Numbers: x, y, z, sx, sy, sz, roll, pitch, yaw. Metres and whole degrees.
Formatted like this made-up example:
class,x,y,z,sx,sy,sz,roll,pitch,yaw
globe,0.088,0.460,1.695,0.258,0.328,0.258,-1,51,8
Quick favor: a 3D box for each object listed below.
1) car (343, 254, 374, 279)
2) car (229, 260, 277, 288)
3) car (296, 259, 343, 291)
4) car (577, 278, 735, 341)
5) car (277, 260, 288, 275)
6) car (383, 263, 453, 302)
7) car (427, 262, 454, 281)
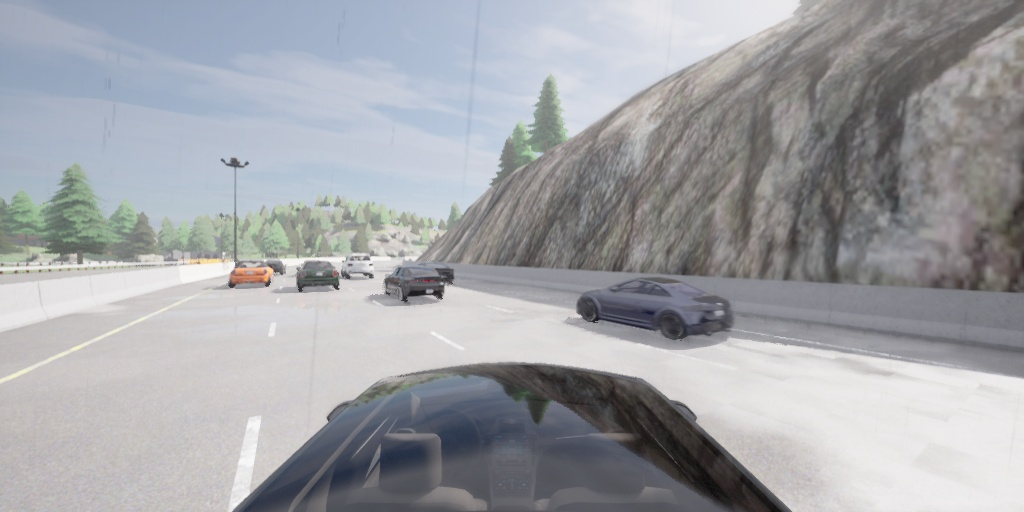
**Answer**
class,x,y,z,sx,sy,sz,roll,pitch,yaw
car,-13.677,0.897,31.682,2.150,2.045,5.566,0,0,-29
car,-17.137,1.050,23.766,2.097,1.767,4.553,0,0,-31
car,-11.861,1.054,21.796,2.097,1.767,4.553,0,0,-32
car,3.760,1.294,10.033,1.994,1.385,4.181,0,0,-32
car,-23.944,1.171,36.110,1.837,1.490,4.892,0,0,-27
car,-4.714,1.218,16.956,1.837,1.490,4.892,0,0,-32
car,-5.686,1.172,25.119,1.882,1.535,5.008,0,0,-32
